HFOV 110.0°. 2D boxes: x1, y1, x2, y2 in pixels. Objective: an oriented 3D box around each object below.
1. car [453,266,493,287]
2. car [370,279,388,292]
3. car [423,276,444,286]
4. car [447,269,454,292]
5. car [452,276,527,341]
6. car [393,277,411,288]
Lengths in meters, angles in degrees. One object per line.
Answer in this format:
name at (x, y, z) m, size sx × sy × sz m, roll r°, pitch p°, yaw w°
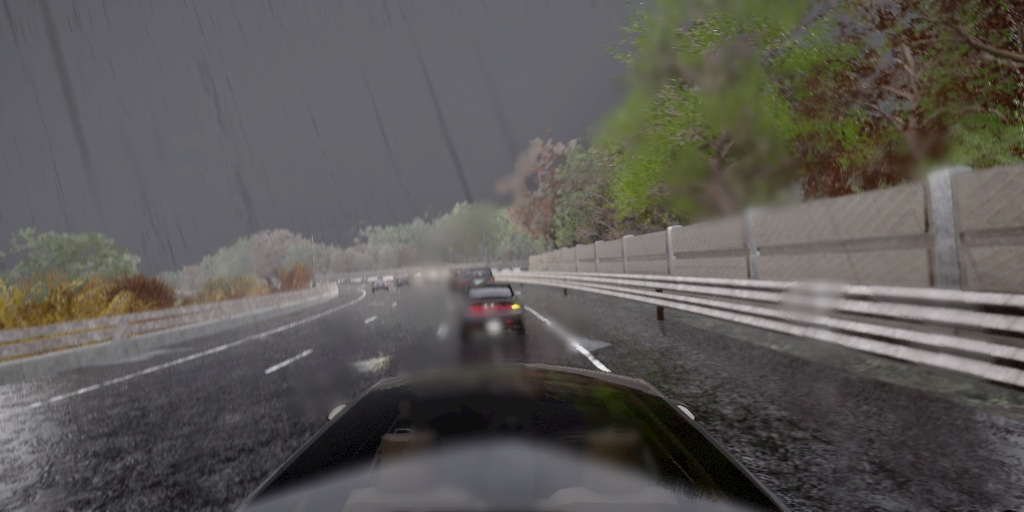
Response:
car at (-2.303, 1.723, 22.596) m, size 2.150 × 2.045 × 5.566 m, roll -4°, pitch -1°, yaw -11°
car at (-16.598, 3.627, 44.792) m, size 2.033 × 1.411 × 5.357 m, roll -3°, pitch -2°, yaw -24°
car at (-10.791, 3.391, 48.855) m, size 1.895 × 1.301 × 4.718 m, roll -3°, pitch -2°, yaw -25°
car at (-4.852, 2.200, 33.778) m, size 2.150 × 2.045 × 5.566 m, roll -4°, pitch -1°, yaw -15°
car at (-0.697, 1.595, 11.416) m, size 1.837 × 1.490 × 4.892 m, roll -4°, pitch -1°, yaw -6°
car at (-15.435, 3.654, 50.329) m, size 1.837 × 1.490 × 4.892 m, roll -3°, pitch -2°, yaw -27°
